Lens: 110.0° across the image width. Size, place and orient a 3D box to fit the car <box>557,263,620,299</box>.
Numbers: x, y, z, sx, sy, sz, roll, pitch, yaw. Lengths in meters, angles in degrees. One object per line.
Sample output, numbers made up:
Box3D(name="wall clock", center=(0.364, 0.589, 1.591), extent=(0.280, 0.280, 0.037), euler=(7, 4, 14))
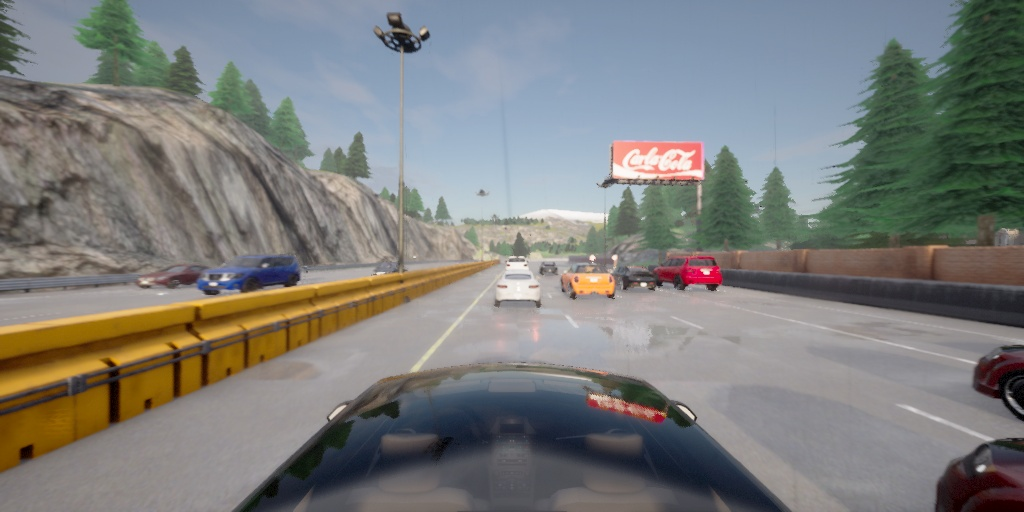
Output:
Box3D(name="car", center=(3.792, 1.145, 18.637), extent=(2.097, 1.767, 4.553), euler=(0, 0, 1))

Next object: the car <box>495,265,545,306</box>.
Box3D(name="car", center=(0.257, 1.302, 15.720), extent=(1.812, 1.442, 4.674), euler=(0, 0, 1))

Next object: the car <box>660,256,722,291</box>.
Box3D(name="car", center=(10.836, 1.042, 22.588), extent=(2.150, 2.045, 5.566), euler=(0, 0, 1))

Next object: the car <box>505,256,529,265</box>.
Box3D(name="car", center=(0.496, 1.039, 36.416), extent=(2.150, 2.045, 5.566), euler=(0, 0, 1))

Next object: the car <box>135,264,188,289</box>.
Box3D(name="car", center=(-20.837, 1.250, 22.732), extent=(1.812, 1.442, 4.674), euler=(0, 0, 1))

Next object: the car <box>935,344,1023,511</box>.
Box3D(name="car", center=(3.687, 1.323, 0.481), extent=(1.994, 1.385, 4.181), euler=(0, 0, 0))

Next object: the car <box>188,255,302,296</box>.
Box3D(name="car", center=(-13.888, 0.961, 19.501), extent=(2.150, 2.045, 5.566), euler=(0, 0, 1))

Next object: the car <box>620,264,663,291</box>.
Box3D(name="car", center=(7.333, 1.318, 22.312), extent=(1.837, 1.490, 4.892), euler=(0, 0, 1))

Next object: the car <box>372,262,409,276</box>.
Box3D(name="car", center=(-10.178, 1.266, 30.365), extent=(2.128, 1.511, 4.902), euler=(0, 0, 1))

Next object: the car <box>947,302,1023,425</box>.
Box3D(name="car", center=(7.171, 1.339, 2.991), extent=(1.994, 1.385, 4.181), euler=(0, 0, 0))

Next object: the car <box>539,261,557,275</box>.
Box3D(name="car", center=(4.038, 1.327, 40.259), extent=(2.128, 1.511, 4.902), euler=(0, 0, 1))
